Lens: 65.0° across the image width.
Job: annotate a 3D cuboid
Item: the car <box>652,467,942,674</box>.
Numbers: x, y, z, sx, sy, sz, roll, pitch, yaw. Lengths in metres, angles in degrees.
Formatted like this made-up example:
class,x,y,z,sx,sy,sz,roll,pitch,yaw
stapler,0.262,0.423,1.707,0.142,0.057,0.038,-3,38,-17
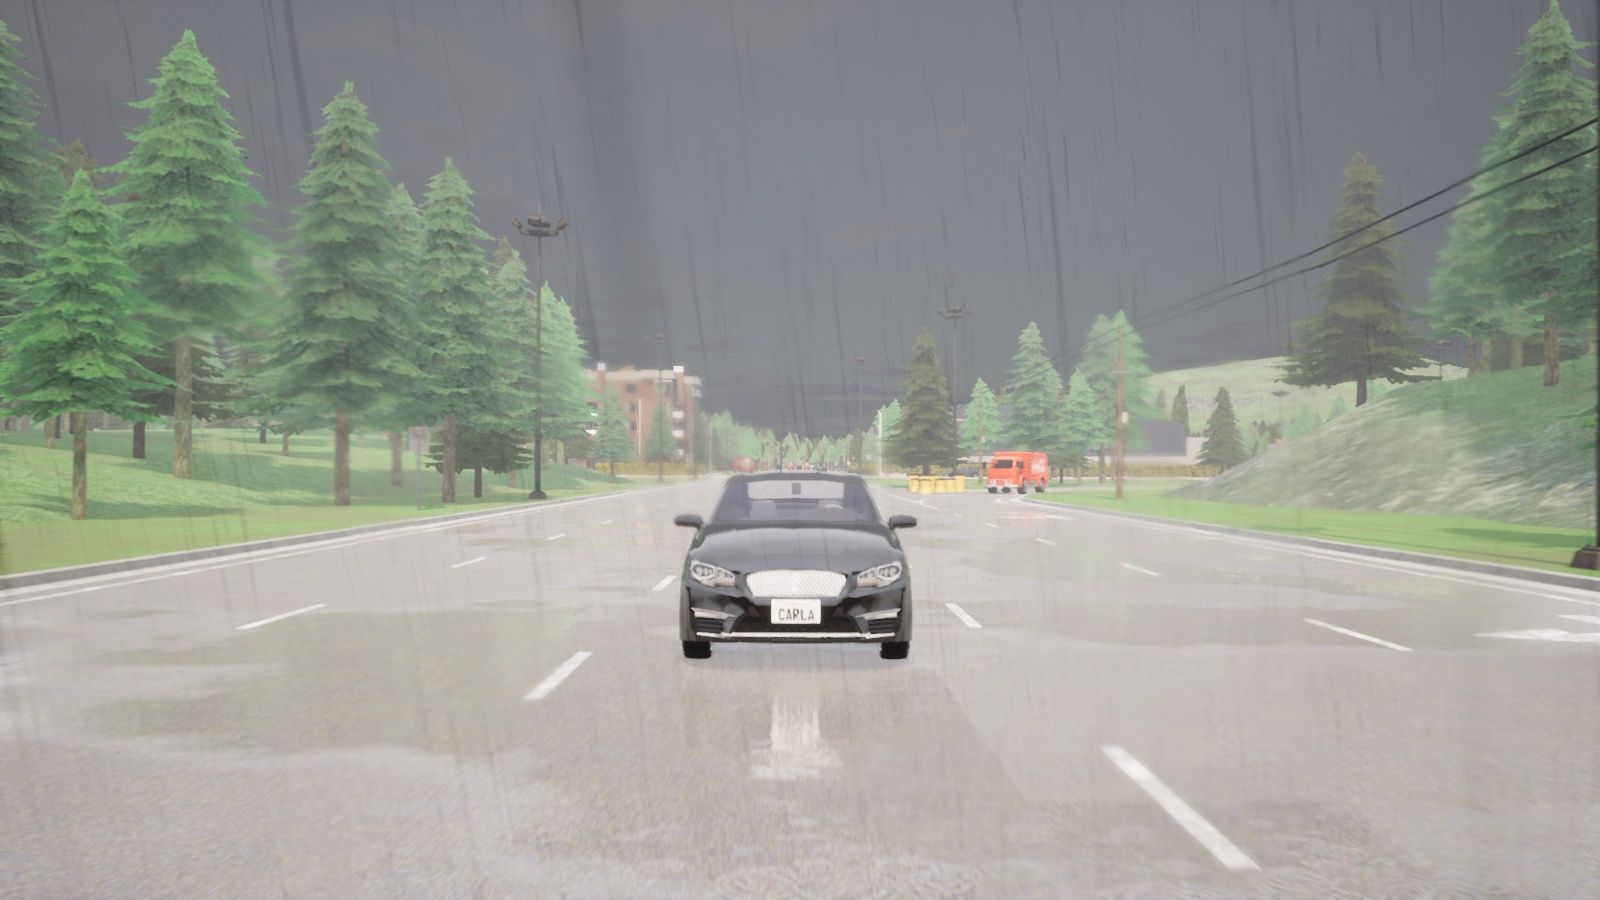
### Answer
class,x,y,z,sx,sy,sz,roll,pitch,yaw
car,-0.028,0.920,11.689,2.128,1.511,4.902,0,-1,0

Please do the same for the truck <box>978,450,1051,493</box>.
class,x,y,z,sx,sy,sz,roll,pitch,yaw
truck,12.744,1.253,74.411,2.627,2.467,5.204,-1,-1,29
